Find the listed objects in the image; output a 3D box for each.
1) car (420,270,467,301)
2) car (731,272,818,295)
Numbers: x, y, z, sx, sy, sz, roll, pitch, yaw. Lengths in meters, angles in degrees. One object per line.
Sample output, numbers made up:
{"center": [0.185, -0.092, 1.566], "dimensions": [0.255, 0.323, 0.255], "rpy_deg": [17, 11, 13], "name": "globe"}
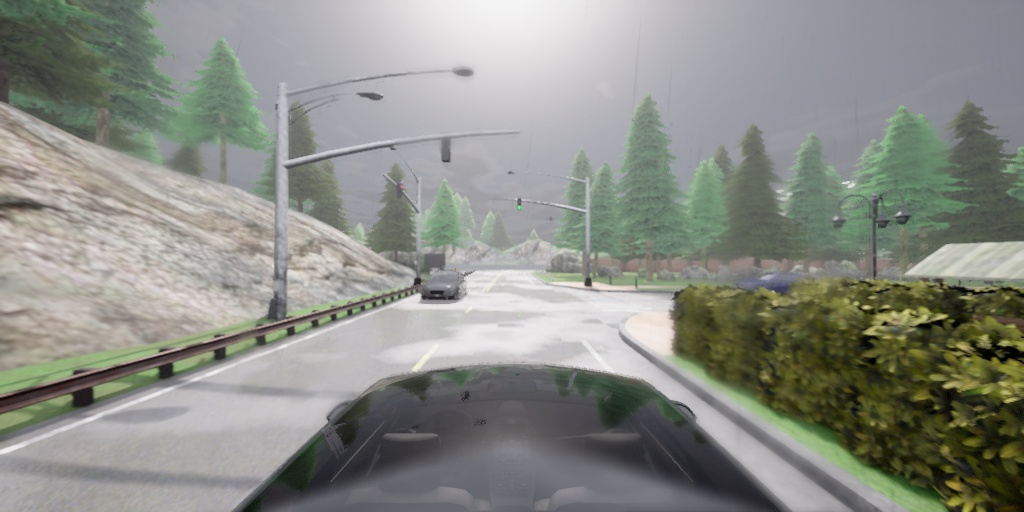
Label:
{"center": [-3.498, 1.543, 19.136], "dimensions": [1.837, 1.490, 4.892], "rpy_deg": [1, 1, 0], "name": "car"}
{"center": [15.476, 1.677, 21.076], "dimensions": [4.674, 1.442, 1.812], "rpy_deg": [0, -1, 0], "name": "car"}
